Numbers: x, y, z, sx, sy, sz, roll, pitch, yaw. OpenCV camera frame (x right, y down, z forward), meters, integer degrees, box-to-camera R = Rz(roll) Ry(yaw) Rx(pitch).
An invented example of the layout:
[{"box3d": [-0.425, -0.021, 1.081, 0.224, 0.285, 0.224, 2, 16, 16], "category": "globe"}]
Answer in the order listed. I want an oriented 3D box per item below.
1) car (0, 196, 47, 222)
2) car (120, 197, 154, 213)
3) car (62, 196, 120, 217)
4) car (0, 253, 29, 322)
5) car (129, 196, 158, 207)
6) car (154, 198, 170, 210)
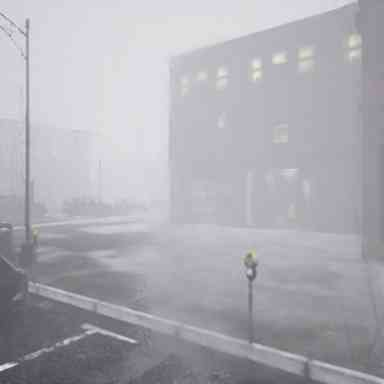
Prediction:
[{"box3d": [-15.015, 1.303, 27.726, 2.150, 2.045, 5.566, 0, 1, 34], "category": "car"}, {"box3d": [-6.458, 1.386, 35.441, 1.967, 1.590, 4.097, 1, 1, 34], "category": "car"}, {"box3d": [-9.590, 1.327, 30.866, 2.192, 1.841, 5.009, 1, 1, 34], "category": "car"}, {"box3d": [-4.793, 1.634, 6.281, 4.313, 1.339, 1.947, -1, 0, 35], "category": "car"}, {"box3d": [-7.116, 1.381, 49.315, 1.947, 1.339, 4.313, 1, 1, 34], "category": "car"}, {"box3d": [-3.326, 1.429, 40.016, 2.008, 1.369, 4.403, 1, 1, 34], "category": "car"}]
